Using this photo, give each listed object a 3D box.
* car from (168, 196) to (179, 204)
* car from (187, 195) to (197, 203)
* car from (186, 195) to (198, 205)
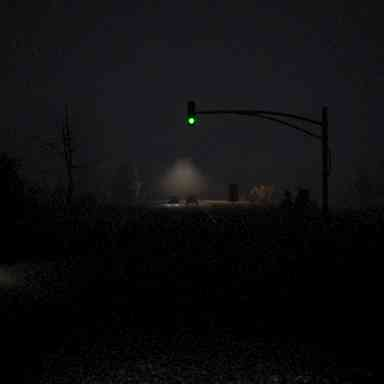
[{"bbox_3d":[-3.505,1.557,63.890,1.837,1.490,4.892,0,0,0],"label":"car"},{"bbox_3d":[-0.005,1.395,69.726,1.837,1.490,4.892,0,0,0],"label":"car"},{"bbox_3d":[-0.004,1.397,59.690,2.097,1.767,4.553,0,0,0],"label":"car"}]
